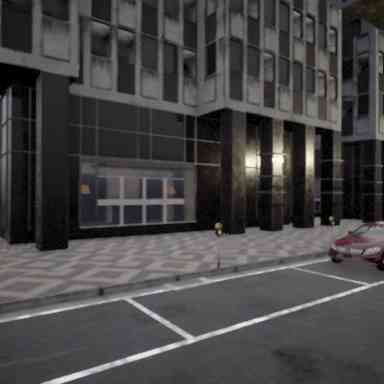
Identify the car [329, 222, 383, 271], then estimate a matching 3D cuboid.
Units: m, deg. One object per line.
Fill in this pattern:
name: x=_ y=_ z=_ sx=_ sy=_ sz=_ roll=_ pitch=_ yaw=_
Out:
car: x=6.368 y=1.695 z=11.192 sx=4.206 sy=1.307 sz=1.802 roll=1 pitch=-1 yaw=-35
